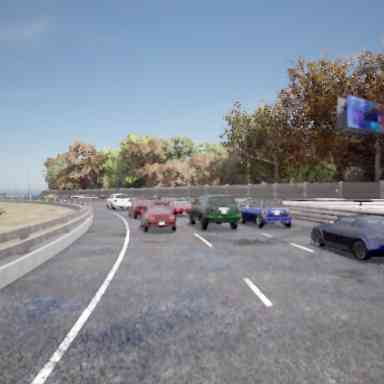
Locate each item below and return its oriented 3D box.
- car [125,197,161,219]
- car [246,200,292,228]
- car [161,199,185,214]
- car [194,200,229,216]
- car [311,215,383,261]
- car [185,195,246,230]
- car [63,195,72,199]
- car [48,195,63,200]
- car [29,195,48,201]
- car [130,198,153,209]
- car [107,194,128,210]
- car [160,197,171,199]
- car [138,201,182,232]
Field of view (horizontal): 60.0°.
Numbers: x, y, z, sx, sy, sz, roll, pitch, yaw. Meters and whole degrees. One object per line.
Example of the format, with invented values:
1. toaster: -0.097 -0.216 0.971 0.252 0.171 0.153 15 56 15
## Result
1. car: -4.466 1.474 29.563 1.882 1.535 5.008 0 0 -18
2. car: 4.684 1.300 21.999 2.097 1.767 4.553 0 0 -12
3. car: -1.361 1.576 31.389 1.895 1.301 4.718 0 0 -18
4. car: 1.828 1.519 32.917 1.994 1.385 4.181 0 0 -19
5. car: 6.128 1.519 12.197 1.994 1.385 4.181 0 0 -8
6. car: 1.285 1.192 21.218 2.150 2.045 5.566 0 0 -12
7. car: -32.775 1.476 85.453 4.181 1.385 1.994 0 0 38
8. car: -35.059 1.418 82.800 5.008 1.535 1.882 0 0 38
9. car: -37.342 1.457 80.148 4.892 1.490 1.837 0 0 38
10. car: -7.084 1.559 46.079 1.994 1.385 4.181 0 0 -25
11. car: -9.622 1.237 43.258 2.150 2.045 5.566 0 0 -24
12. car: -3.943 1.500 47.595 1.812 1.442 4.674 0 0 -25
13. car: -2.064 1.517 20.095 1.812 1.442 4.674 0 0 -12
